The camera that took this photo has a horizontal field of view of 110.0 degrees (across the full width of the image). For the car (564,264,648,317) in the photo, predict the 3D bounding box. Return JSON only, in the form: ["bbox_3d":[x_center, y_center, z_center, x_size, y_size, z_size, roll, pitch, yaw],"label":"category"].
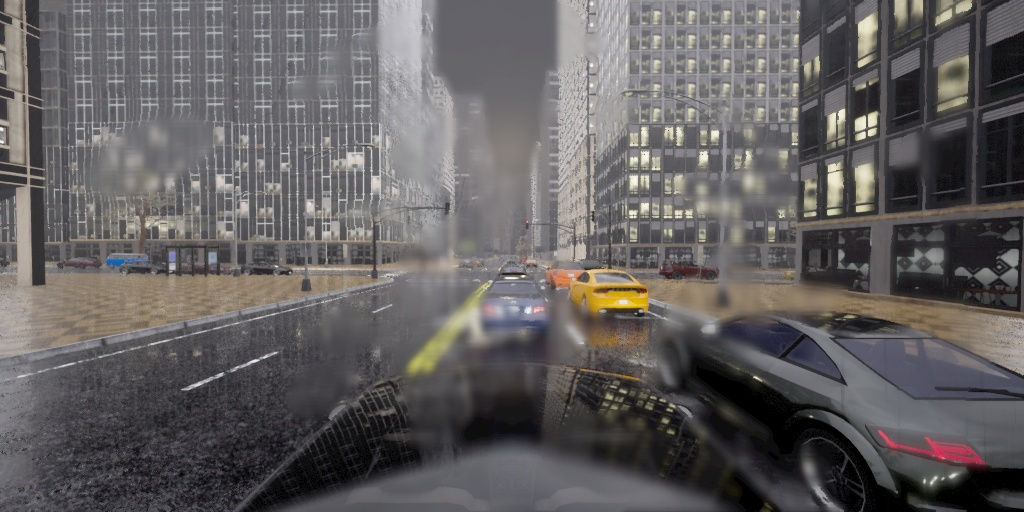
[{"bbox_3d":[3.329,1.222,13.184,1.882,1.535,5.008,0,0,0],"label":"car"}]

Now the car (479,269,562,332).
[{"bbox_3d":[0.084,1.293,10.778,2.033,1.411,5.357,0,0,1],"label":"car"}]

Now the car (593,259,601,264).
[{"bbox_3d":[7.565,1.134,38.791,4.553,1.767,2.097,0,1,1],"label":"car"}]

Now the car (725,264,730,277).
[{"bbox_3d":[20.786,1.252,38.592,4.553,1.767,2.097,1,1,1],"label":"car"}]

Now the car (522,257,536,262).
[{"bbox_3d":[3.221,1.303,61.962,1.895,1.301,4.718,0,0,0],"label":"car"}]

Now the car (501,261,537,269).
[{"bbox_3d":[0.066,1.231,20.530,2.128,1.511,4.902,0,0,0],"label":"car"}]

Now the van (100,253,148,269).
[{"bbox_3d":[-45.361,0.602,42.272,3.998,1.789,1.690,0,0,1],"label":"van"}]

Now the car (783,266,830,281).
[{"bbox_3d":[27.586,1.577,32.714,4.829,1.417,1.751,0,0,1],"label":"car"}]

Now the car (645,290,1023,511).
[{"bbox_3d":[3.340,1.313,4.099,1.994,1.385,4.181,0,0,0],"label":"car"}]

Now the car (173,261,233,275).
[{"bbox_3d":[-28.473,1.136,33.469,4.207,1.307,1.802,0,0,1],"label":"car"}]

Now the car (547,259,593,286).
[{"bbox_3d":[3.313,1.091,22.189,2.097,1.767,4.553,0,0,0],"label":"car"}]

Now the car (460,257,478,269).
[{"bbox_3d":[-6.687,1.275,54.303,1.994,1.385,4.181,0,0,0],"label":"car"}]

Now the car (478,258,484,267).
[{"bbox_3d":[-6.675,1.051,64.304,2.097,1.767,4.553,0,0,0],"label":"car"}]

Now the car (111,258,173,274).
[{"bbox_3d":[-34.154,1.067,33.632,4.313,1.339,1.948,0,0,1],"label":"car"}]

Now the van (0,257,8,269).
[{"bbox_3d":[-51.199,0.685,33.999,3.998,1.789,1.690,0,0,1],"label":"van"}]

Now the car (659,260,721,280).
[{"bbox_3d":[16.137,1.267,32.890,5.009,1.841,2.192,0,0,1],"label":"car"}]

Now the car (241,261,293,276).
[{"bbox_3d":[-22.789,1.172,33.346,4.313,1.339,1.948,0,0,1],"label":"car"}]
